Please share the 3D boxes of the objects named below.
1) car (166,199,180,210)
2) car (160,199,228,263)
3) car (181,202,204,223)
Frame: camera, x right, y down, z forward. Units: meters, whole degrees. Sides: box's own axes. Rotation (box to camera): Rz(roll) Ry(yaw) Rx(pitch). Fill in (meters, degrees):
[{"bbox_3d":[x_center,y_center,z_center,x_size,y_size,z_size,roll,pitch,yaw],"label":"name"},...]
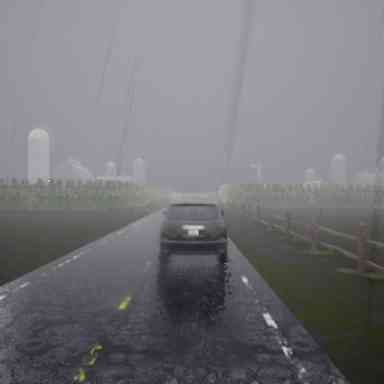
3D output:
[{"bbox_3d":[-2.828,1.826,51.303,1.837,1.490,4.892,0,0,0],"label":"car"},{"bbox_3d":[0.065,1.292,12.462,2.150,2.045,5.566,0,0,0],"label":"car"},{"bbox_3d":[0.072,1.674,28.665,1.837,1.490,4.892,0,0,0],"label":"car"}]
